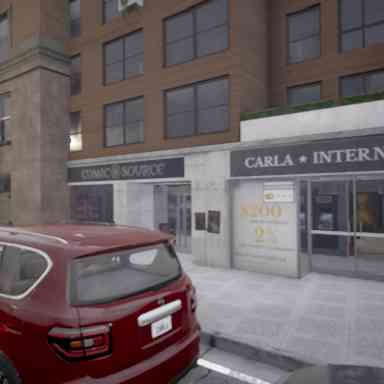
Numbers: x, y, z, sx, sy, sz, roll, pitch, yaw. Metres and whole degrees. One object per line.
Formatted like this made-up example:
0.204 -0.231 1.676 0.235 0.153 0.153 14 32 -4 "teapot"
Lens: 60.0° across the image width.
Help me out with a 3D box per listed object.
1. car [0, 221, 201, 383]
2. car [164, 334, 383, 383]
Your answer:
-2.221 1.324 4.442 5.009 1.841 2.192 0 -1 35 "car"
2.242 1.549 1.259 4.403 1.369 2.008 0 -1 35 "car"
